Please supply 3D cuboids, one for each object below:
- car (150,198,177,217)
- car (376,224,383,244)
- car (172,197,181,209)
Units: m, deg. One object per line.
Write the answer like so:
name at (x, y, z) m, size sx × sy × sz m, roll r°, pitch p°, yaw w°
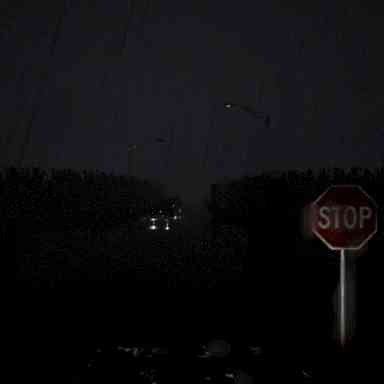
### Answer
car at (-2.735, 1.557, 31.301) m, size 1.994 × 1.385 × 4.181 m, roll 0°, pitch 0°, yaw 1°
car at (9.865, 1.623, 13.472) m, size 4.181 × 1.385 × 1.994 m, roll 0°, pitch -1°, yaw 1°
car at (-2.704, 1.493, 41.307) m, size 1.837 × 1.490 × 4.892 m, roll 0°, pitch 0°, yaw 0°
